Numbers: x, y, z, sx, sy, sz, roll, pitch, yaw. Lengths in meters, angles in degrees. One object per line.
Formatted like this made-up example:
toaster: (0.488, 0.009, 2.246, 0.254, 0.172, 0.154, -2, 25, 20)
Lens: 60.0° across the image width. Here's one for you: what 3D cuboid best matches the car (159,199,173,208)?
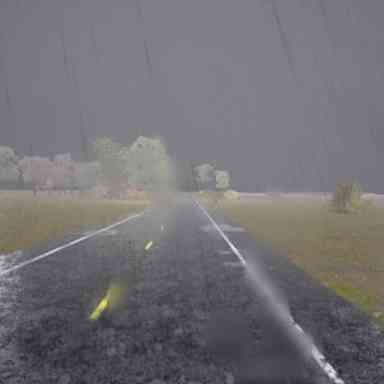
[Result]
car: (-3.805, 1.695, 49.180, 1.895, 1.301, 4.718, 0, 0, 0)
